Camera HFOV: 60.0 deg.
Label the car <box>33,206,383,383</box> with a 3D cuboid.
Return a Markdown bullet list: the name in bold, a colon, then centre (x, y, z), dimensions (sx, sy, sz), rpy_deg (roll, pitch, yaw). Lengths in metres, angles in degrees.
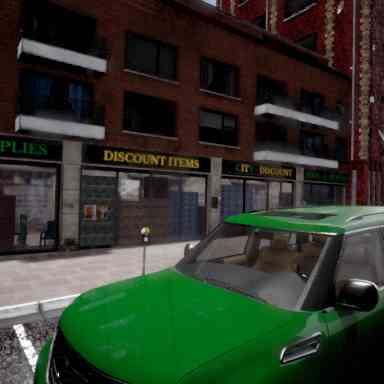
- **car**: centre (1.269, 1.224, 3.849), dimensions (5.566, 2.045, 2.150), rpy_deg (0, 0, -35)
